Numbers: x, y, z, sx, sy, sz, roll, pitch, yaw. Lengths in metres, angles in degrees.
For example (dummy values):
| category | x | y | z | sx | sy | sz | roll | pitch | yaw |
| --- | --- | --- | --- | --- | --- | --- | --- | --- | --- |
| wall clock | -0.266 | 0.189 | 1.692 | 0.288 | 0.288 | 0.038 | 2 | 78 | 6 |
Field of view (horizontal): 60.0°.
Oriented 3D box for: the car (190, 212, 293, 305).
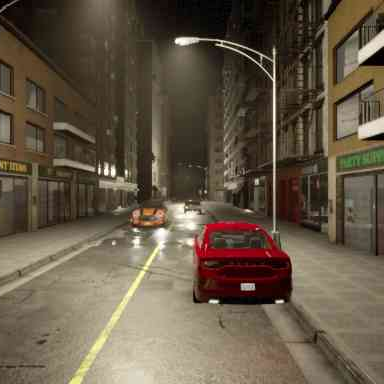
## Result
| category | x | y | z | sx | sy | sz | roll | pitch | yaw |
| --- | --- | --- | --- | --- | --- | --- | --- | --- | --- |
| car | 0.963 | 1.480 | 8.201 | 1.882 | 1.535 | 5.008 | 0 | 0 | 0 |

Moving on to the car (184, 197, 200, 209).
| category | x | y | z | sx | sy | sz | roll | pitch | yaw |
| --- | --- | --- | --- | --- | --- | --- | --- | --- | --- |
| car | 0.030 | 1.523 | 46.711 | 2.128 | 1.511 | 4.902 | 0 | 0 | 0 |

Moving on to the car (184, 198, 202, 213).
| category | x | y | z | sx | sy | sz | roll | pitch | yaw |
| --- | --- | --- | --- | --- | --- | --- | --- | --- | --- |
| car | 0.080 | 1.622 | 36.636 | 1.895 | 1.301 | 4.718 | 0 | 0 | 0 |

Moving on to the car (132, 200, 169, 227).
| category | x | y | z | sx | sy | sz | roll | pitch | yaw |
| --- | --- | --- | --- | --- | --- | --- | --- | --- | --- |
| car | -2.748 | 1.360 | 22.795 | 2.097 | 1.767 | 4.553 | 0 | 0 | 0 |
